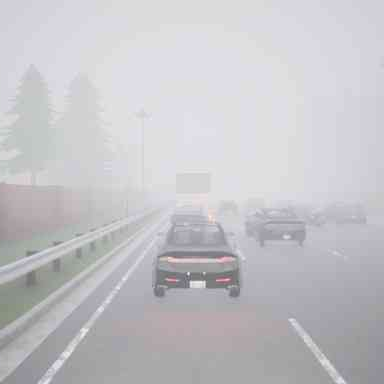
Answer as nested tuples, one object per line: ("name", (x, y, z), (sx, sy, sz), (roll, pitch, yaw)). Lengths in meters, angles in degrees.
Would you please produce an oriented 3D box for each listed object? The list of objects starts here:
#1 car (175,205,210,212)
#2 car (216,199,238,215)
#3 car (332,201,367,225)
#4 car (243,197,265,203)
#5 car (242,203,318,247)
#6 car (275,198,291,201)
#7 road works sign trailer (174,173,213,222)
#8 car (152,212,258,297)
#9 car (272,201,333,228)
("car", (-0.024, 1.472, 19.002), (1.882, 1.535, 5.008), (0, 0, 6))
("car", (3.628, 1.500, 34.540), (1.837, 1.490, 4.892), (0, 0, 0))
("car", (10.617, 1.562, 23.753), (1.994, 1.385, 4.181), (0, 0, 0))
("car", (7.133, 1.348, 38.501), (2.097, 1.767, 4.553), (0, 0, 0))
("car", (3.612, 1.490, 15.078), (2.128, 1.511, 4.902), (0, 0, 0))
("car", (10.632, 1.487, 39.087), (2.128, 1.511, 4.902), (0, 0, 0))
("road works sign trailer", (0.079, 0.462, 22.920), (2.380, 3.560, 2.880), (0, 0, 0))
("car", (0.107, 1.491, 8.553), (2.128, 1.511, 4.902), (0, 0, 0))
("car", (7.119, 1.545, 22.182), (2.033, 1.411, 5.357), (0, 0, 0))
